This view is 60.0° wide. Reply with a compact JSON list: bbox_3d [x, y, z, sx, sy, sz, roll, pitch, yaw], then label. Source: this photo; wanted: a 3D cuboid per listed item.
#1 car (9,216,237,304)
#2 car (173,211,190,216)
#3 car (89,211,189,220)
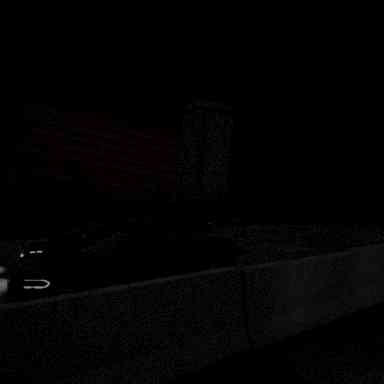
[{"bbox_3d":[-1.227,1.500,7.412,5.008,1.535,1.882,1,0,-35],"label":"car"},{"bbox_3d":[-1.525,1.602,15.793,5.357,1.411,2.033,0,0,-35],"label":"car"},{"bbox_3d":[-2.730,1.532,10.637,4.892,1.490,1.837,1,0,-35],"label":"car"}]
